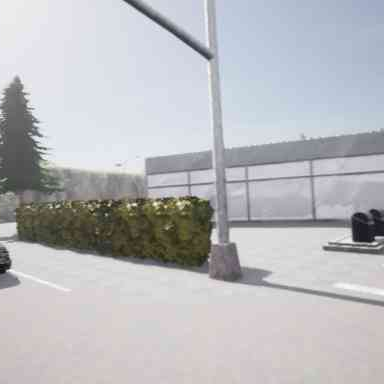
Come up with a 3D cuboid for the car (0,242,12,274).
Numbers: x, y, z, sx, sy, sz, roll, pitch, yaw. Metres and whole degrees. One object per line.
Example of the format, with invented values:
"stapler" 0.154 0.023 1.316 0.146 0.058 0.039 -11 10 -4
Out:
"car" -7.558 1.989 11.113 2.033 1.411 5.357 -3 0 -41
